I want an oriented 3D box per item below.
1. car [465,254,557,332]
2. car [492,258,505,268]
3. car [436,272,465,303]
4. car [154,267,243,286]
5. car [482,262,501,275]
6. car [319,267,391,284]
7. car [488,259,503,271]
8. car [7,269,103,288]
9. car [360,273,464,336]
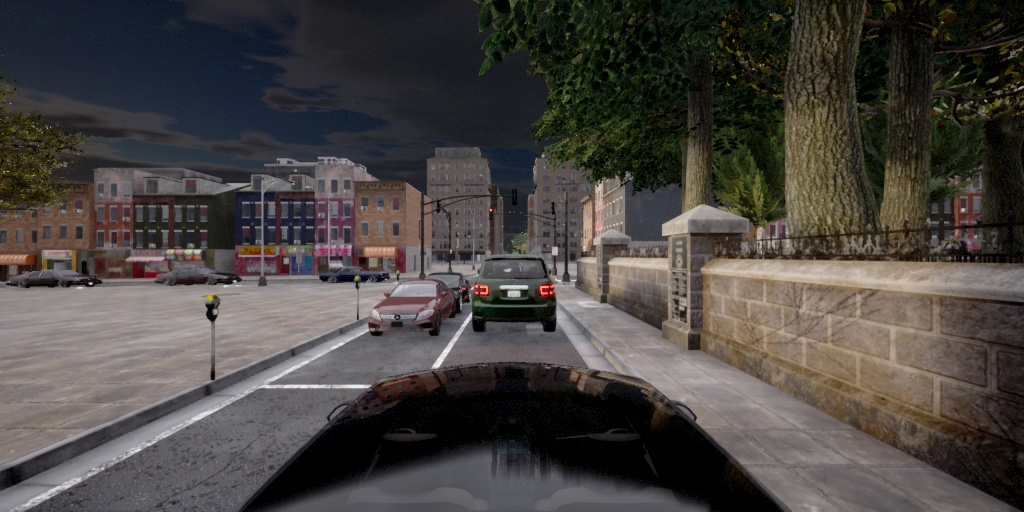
[{"bbox_3d":[0.076,0.971,10.997,2.150,2.045,5.566,0,0,1],"label":"car"},{"bbox_3d":[-2.283,1.213,61.622,1.882,1.535,5.008,0,0,0],"label":"car"},{"bbox_3d":[-2.638,1.315,13.981,1.948,1.339,4.313,0,0,0],"label":"car"},{"bbox_3d":[-23.417,1.551,26.848,5.357,1.411,2.033,-1,0,0],"label":"car"},{"bbox_3d":[-2.280,1.342,40.767,1.895,1.301,4.718,0,0,0],"label":"car"},{"bbox_3d":[-11.672,1.460,26.888,4.718,1.301,1.895,-1,0,0],"label":"car"},{"bbox_3d":[-2.294,1.216,51.180,1.882,1.535,5.008,0,0,0],"label":"car"},{"bbox_3d":[-34.136,1.718,26.827,5.357,1.411,2.033,-1,0,1],"label":"car"},{"bbox_3d":[-2.638,1.331,10.318,1.802,1.307,4.207,0,0,0],"label":"car"}]
